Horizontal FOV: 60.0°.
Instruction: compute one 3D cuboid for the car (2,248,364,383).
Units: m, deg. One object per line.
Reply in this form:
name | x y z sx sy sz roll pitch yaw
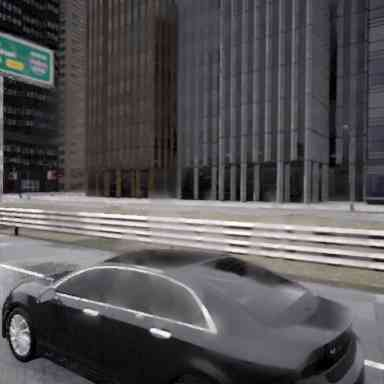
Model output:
car | -0.554 1.504 4.266 4.892 1.490 1.837 0 0 36
